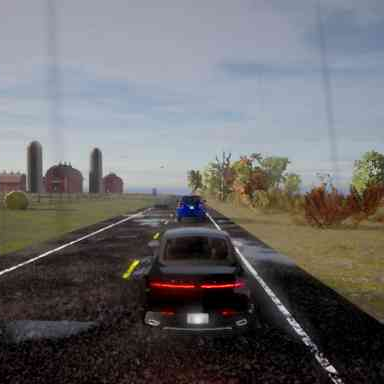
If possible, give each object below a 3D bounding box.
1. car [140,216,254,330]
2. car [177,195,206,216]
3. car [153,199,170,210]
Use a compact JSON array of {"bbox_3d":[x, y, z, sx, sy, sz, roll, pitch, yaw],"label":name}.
[{"bbox_3d":[0.082,1.505,7.064,1.837,1.490,4.892,0,0,0],"label":"car"},{"bbox_3d":[-0.036,1.221,26.466,2.150,2.045,5.566,0,0,-1],"label":"car"},{"bbox_3d":[-3.830,1.613,42.566,1.895,1.301,4.718,0,0,-1],"label":"car"}]
